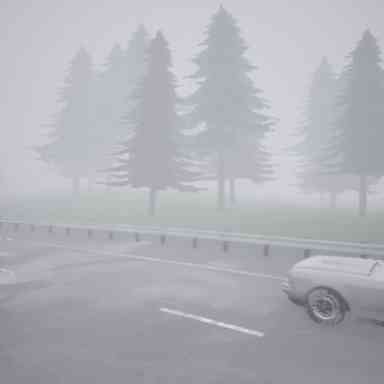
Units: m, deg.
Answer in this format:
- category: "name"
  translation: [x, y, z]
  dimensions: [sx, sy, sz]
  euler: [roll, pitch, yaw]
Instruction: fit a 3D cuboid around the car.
- category: "car"
  translation: [3.974, 1.593, 5.384]
  dimensions: [4.718, 1.301, 1.895]
  euler: [0, 0, 35]
